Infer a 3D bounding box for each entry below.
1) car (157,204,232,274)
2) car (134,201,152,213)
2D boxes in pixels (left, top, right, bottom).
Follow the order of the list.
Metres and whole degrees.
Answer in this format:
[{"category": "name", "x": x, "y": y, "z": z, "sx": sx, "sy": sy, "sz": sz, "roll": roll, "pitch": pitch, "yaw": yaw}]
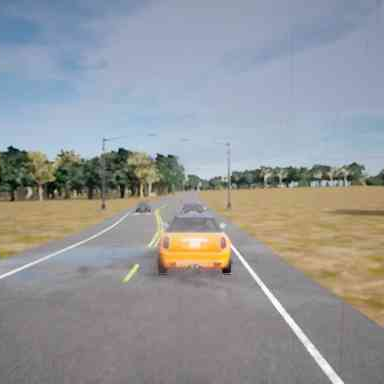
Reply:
[{"category": "car", "x": 0.083, "y": 1.462, "z": 11.134, "sx": 2.097, "sy": 1.767, "sz": 4.553, "roll": 0, "pitch": -1, "yaw": 0}, {"category": "car", "x": -6.296, "y": 1.896, "z": 43.162, "sx": 1.837, "sy": 1.490, "sz": 4.892, "roll": 0, "pitch": 0, "yaw": -5}]
